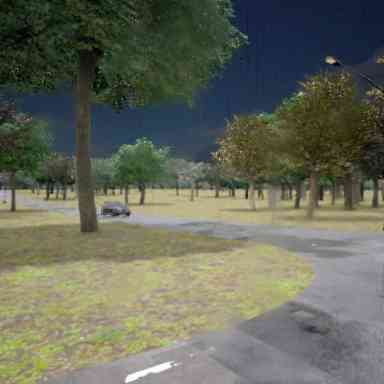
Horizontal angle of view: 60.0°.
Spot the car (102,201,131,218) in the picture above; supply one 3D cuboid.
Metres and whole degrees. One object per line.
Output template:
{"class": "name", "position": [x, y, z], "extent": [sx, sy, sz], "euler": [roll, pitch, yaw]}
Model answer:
{"class": "car", "position": [-9.820, 2.226, 42.766], "extent": [2.150, 2.045, 5.566], "euler": [1, -1, -35]}
